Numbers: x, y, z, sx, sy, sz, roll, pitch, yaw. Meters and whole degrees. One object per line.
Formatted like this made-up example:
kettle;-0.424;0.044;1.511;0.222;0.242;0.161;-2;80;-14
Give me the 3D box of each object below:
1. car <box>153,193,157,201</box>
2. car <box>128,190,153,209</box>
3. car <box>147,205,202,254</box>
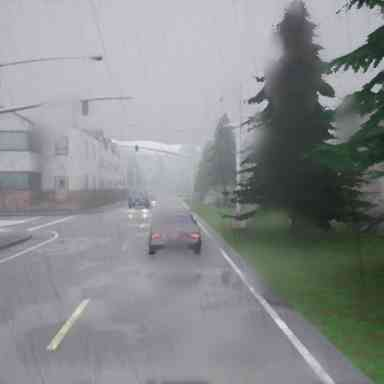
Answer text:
car;-7.240;0.898;58.510;1.994;1.385;4.181;0;1;-3
car;-6.030;0.780;38.571;2.150;2.045;5.566;0;1;-3
car;-0.665;1.398;12.791;2.033;1.411;5.357;0;1;-4
